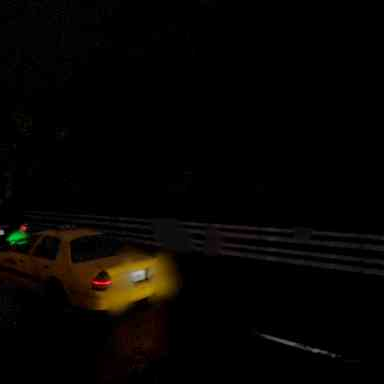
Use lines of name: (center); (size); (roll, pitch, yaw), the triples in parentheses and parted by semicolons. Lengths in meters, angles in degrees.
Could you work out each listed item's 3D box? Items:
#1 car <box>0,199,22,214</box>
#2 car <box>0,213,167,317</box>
car: (-7.547, 1.248, 11.064); (5.566, 2.045, 2.150); (0, 0, 38)
car: (-2.995, 1.477, 7.527); (5.366, 1.575, 1.801); (0, 0, 38)
